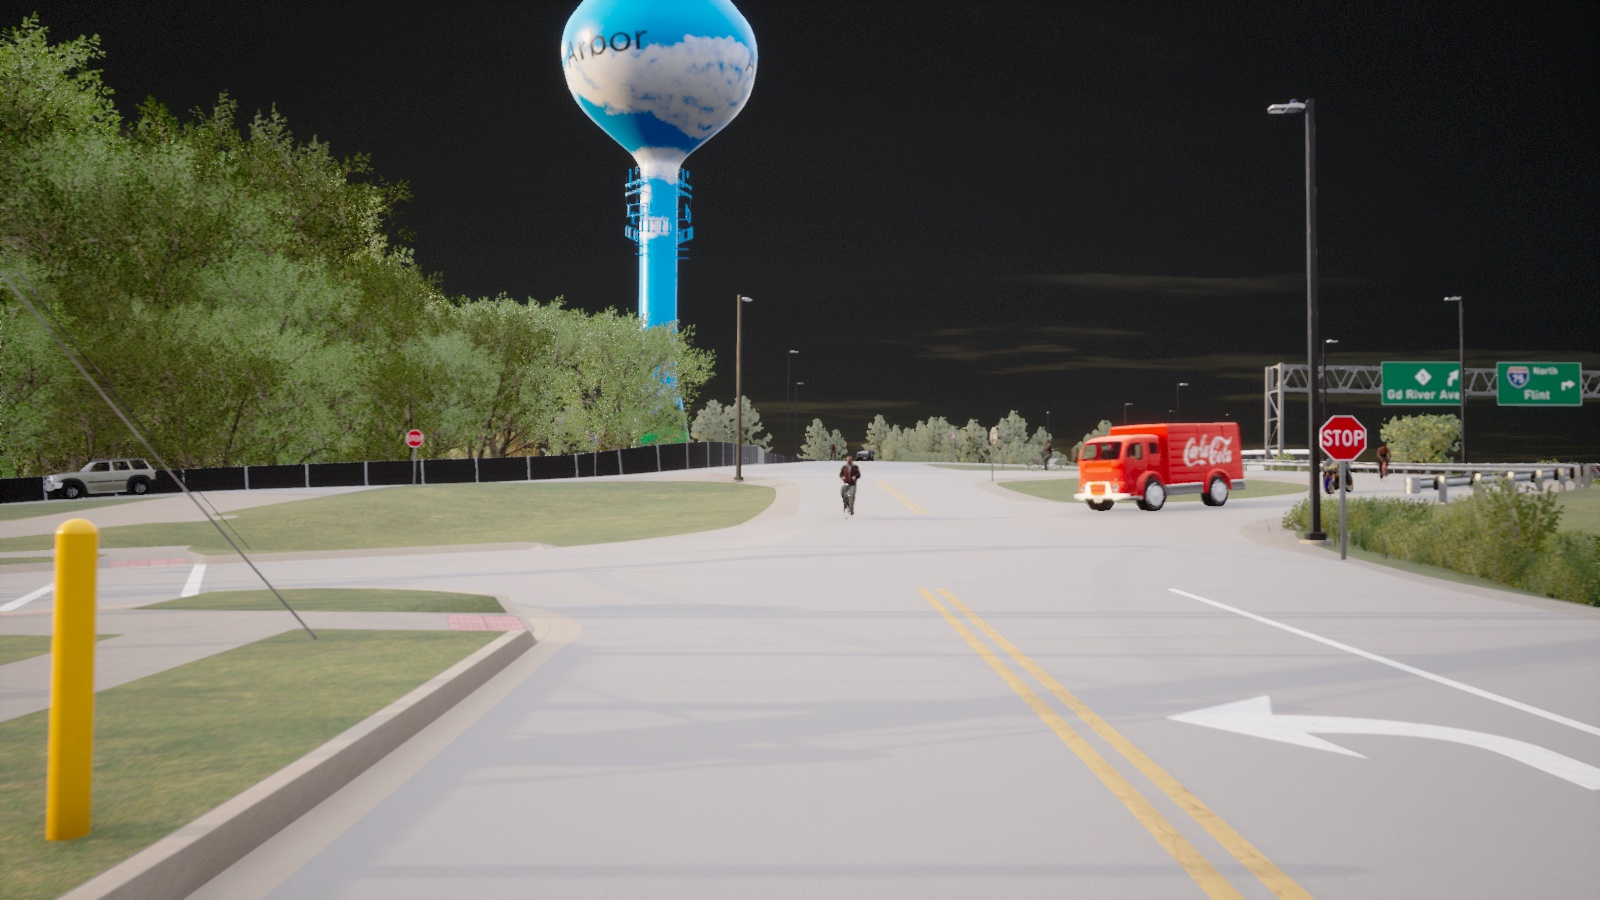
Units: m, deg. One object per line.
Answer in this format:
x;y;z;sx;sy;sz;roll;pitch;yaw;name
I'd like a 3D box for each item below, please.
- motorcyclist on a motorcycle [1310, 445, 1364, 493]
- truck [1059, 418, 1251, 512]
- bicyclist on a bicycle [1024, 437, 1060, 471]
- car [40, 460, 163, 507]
18.564;0.642;43.380;2.191;1.530;0.866;-2;0;-44;motorcyclist on a motorcycle
10.439;0.410;36.841;5.204;2.467;2.627;-2;-1;-36;truck
13.085;0.213;67.919;1.843;1.776;0.659;0;1;2;bicyclist on a bicycle
-32.642;1.565;58.772;4.605;1.855;1.932;-4;1;-42;car
